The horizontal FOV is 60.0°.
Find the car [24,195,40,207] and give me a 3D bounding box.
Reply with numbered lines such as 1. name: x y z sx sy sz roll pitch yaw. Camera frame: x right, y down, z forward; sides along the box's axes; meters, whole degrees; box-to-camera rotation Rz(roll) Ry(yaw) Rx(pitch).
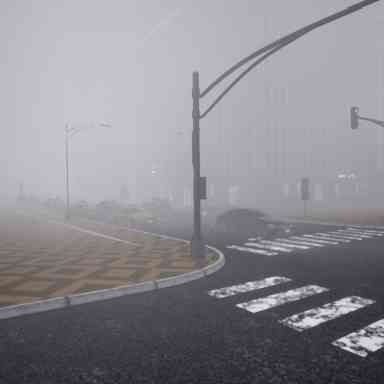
1. car: -23.444 1.411 50.127 1.967 1.590 4.097 -1 1 -36

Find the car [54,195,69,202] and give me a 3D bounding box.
1. car: -26.754 1.407 68.268 1.802 1.307 4.206 -1 1 -36

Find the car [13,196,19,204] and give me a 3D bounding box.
1. car: -33.158 1.494 63.676 2.008 1.369 4.403 -1 1 -36

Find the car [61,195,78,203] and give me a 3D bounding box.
1. car: -23.516 1.386 63.752 2.008 1.369 4.403 -1 1 -36

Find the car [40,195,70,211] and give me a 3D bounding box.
1. car: -16.967 1.429 41.095 1.967 1.590 4.097 -1 1 -36

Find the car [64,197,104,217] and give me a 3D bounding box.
1. car: -10.440 1.533 31.893 1.752 1.417 4.829 -1 1 -36

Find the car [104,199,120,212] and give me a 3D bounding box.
1. car: -7.804 1.465 32.719 2.128 1.511 4.902 -1 1 -36

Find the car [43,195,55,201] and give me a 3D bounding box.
1. car: -33.331 1.331 77.437 1.752 1.417 4.829 -1 1 -36

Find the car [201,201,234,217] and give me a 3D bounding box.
1. car: 2.496 1.455 27.700 2.008 1.369 4.403 -1 1 -36

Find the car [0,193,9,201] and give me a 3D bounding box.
1. car: -46.111 1.449 81.739 1.887 1.381 4.507 -1 1 -36

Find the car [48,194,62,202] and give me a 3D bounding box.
1. car: -29.994 1.256 72.783 1.967 1.590 4.097 -1 1 -36

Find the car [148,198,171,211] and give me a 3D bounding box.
1. car: -4.041 1.328 36.691 1.967 1.590 4.097 -1 1 -36

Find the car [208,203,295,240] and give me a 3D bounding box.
1. car: 3.132 1.535 17.471 1.812 1.442 4.674 -1 1 -36

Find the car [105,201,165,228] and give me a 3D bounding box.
1. car: -4.019 1.552 22.819 1.752 1.417 4.829 -1 1 -36

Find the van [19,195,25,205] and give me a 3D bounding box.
1. van: -26.684 1.303 54.642 1.690 1.788 3.998 -1 1 -36
